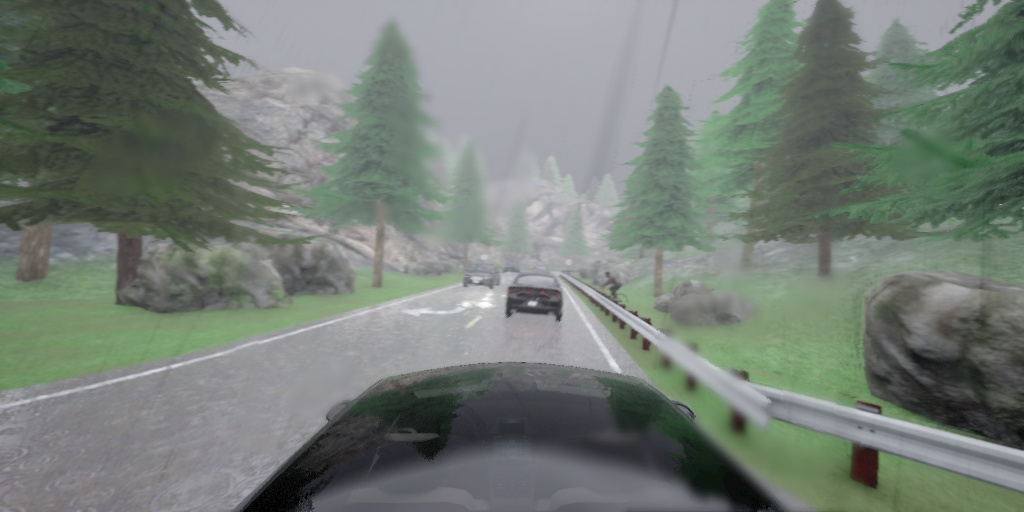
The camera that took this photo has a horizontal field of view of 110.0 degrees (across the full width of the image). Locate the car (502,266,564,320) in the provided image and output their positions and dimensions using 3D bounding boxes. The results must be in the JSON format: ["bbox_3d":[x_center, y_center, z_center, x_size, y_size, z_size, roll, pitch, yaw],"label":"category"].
[{"bbox_3d":[0.917,1.342,13.482,1.882,1.535,5.008,3,0,6],"label":"car"}]

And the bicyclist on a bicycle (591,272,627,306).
[{"bbox_3d":[4.456,1.547,16.344,1.656,1.620,0.582,5,0,5],"label":"bicyclist on a bicycle"}]

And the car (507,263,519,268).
[{"bbox_3d":[-0.062,1.580,45.921,1.895,1.301,4.718,3,0,7],"label":"car"}]

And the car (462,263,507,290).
[{"bbox_3d":[-1.843,1.241,23.075,2.128,1.511,4.902,3,0,5],"label":"car"}]

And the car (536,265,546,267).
[{"bbox_3d":[2.912,1.674,37.078,1.994,1.385,4.181,3,0,4],"label":"car"}]
